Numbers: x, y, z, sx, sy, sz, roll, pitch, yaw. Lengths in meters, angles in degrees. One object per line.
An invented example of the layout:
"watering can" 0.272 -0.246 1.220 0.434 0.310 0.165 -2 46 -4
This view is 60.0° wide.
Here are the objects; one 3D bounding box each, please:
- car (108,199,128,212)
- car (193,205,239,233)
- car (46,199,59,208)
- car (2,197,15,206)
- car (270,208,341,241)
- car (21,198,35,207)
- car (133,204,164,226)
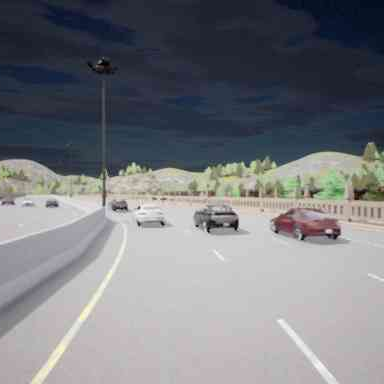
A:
"car" -9.173 1.585 41.046 2.128 1.511 4.902 0 0 -23
"car" 1.326 1.511 19.888 2.128 1.511 4.902 0 0 -11
"car" -21.128 1.706 50.342 2.033 1.411 5.357 0 0 -24
"car" -33.792 1.726 61.420 1.837 1.490 4.892 0 0 -24
"car" 5.501 1.523 16.539 1.812 1.442 4.674 0 0 -9
"car" -27.211 1.717 55.313 1.812 1.442 4.674 0 0 -24
"car" -3.136 1.571 23.794 1.812 1.442 4.674 0 0 -14
